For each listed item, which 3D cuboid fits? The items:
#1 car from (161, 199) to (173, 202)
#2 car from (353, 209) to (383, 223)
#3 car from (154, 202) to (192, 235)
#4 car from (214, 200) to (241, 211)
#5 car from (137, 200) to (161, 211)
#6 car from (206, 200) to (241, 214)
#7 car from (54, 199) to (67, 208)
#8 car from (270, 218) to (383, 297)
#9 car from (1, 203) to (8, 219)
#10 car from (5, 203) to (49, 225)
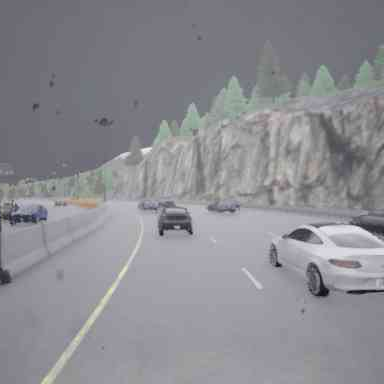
[{"bbox_3d":[-3.834,1.755,48.180,1.837,1.490,4.892,0,0,-18],"label":"car"},{"bbox_3d":[9.742,1.502,16.593,1.994,1.385,4.181,-1,0,-6],"label":"car"},{"bbox_3d":[-1.108,1.602,19.822,1.837,1.490,4.892,0,0,-8],"label":"car"},{"bbox_3d":[4.676,1.719,44.116,1.895,1.301,4.718,-1,0,-16],"label":"car"},{"bbox_3d":[-6.040,1.811,44.583,2.033,1.411,5.357,-1,0,-19],"label":"car"},{"bbox_3d":[3.209,1.657,37.069,2.033,1.411,5.357,-1,0,-15],"label":"car"},{"bbox_3d":[-24.381,2.102,61.821,1.812,1.442,4.674,-1,0,-26],"label":"car"},{"bbox_3d":[3.421,1.515,8.469,1.812,1.442,4.674,0,0,-4],"label":"car"},{"bbox_3d":[-17.712,1.871,31.738,1.837,1.490,4.892,-1,0,-13],"label":"car"},{"bbox_3d":[-13.192,1.767,27.247,1.882,1.535,5.008,-1,0,-11],"label":"car"}]
